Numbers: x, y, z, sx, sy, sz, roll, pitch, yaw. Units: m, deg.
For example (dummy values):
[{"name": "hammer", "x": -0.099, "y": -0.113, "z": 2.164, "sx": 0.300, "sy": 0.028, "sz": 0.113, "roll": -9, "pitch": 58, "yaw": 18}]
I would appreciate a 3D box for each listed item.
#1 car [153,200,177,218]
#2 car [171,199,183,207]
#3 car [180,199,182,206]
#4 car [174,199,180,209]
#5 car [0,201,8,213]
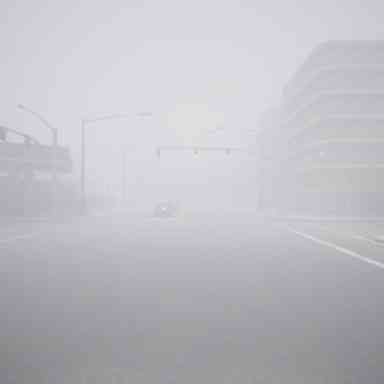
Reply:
[{"name": "car", "x": -2.949, "y": 1.862, "z": 34.895, "sx": 2.033, "sy": 1.411, "sz": 5.357, "roll": 0, "pitch": -1, "yaw": -1}, {"name": "car", "x": -3.014, "y": 2.100, "z": 67.413, "sx": 2.128, "sy": 1.511, "sz": 4.902, "roll": 0, "pitch": -1, "yaw": 0}, {"name": "car", "x": -3.038, "y": 2.059, "z": 55.189, "sx": 1.994, "sy": 1.385, "sz": 4.181, "roll": 0, "pitch": -1, "yaw": 0}, {"name": "car", "x": -3.015, "y": 1.908, "z": 44.770, "sx": 1.837, "sy": 1.490, "sz": 4.892, "roll": 0, "pitch": -1, "yaw": 0}, {"name": "car", "x": -23.845, "y": 1.827, "z": 39.030, "sx": 3.806, "sy": 1.475, "sz": 1.970, "roll": 0, "pitch": -1, "yaw": 1}]
